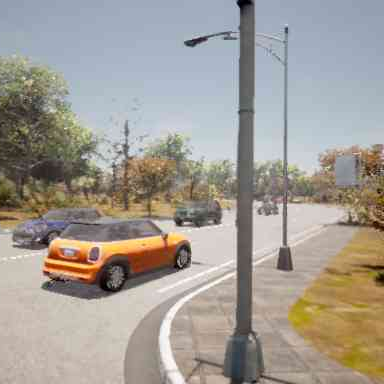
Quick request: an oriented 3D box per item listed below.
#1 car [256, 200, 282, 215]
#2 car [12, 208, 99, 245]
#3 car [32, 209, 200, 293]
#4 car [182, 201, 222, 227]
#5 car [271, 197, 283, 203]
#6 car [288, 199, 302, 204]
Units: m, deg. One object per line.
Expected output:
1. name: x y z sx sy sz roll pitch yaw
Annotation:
1. car: 10.320 2.278 45.150 1.837 1.490 4.892 0 -1 30
2. car: -6.247 1.585 16.286 2.097 1.767 4.553 0 -1 29
3. car: -1.862 1.519 9.720 2.097 1.767 4.553 0 -1 30
4. car: 0.618 1.761 28.297 2.150 2.045 5.566 0 -1 30
5. car: 22.936 2.173 87.080 2.097 1.767 4.553 1 0 -13
6. car: 26.627 2.472 85.991 1.895 1.301 4.718 1 0 -8
